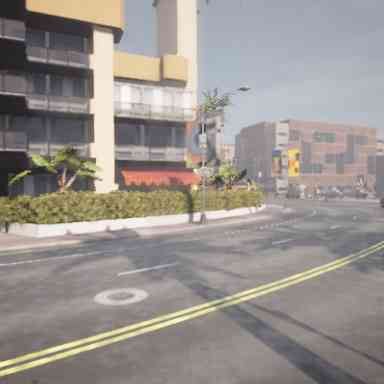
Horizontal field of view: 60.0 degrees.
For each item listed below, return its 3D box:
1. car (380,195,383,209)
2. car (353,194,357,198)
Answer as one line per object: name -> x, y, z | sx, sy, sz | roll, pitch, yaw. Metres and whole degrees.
car -> 22.207, 0.904, 35.955 | 2.150, 2.045, 5.566 | 0, 0, 14
car -> 42.389, 0.752, 85.418 | 1.816, 1.474, 4.193 | -1, 0, -24
